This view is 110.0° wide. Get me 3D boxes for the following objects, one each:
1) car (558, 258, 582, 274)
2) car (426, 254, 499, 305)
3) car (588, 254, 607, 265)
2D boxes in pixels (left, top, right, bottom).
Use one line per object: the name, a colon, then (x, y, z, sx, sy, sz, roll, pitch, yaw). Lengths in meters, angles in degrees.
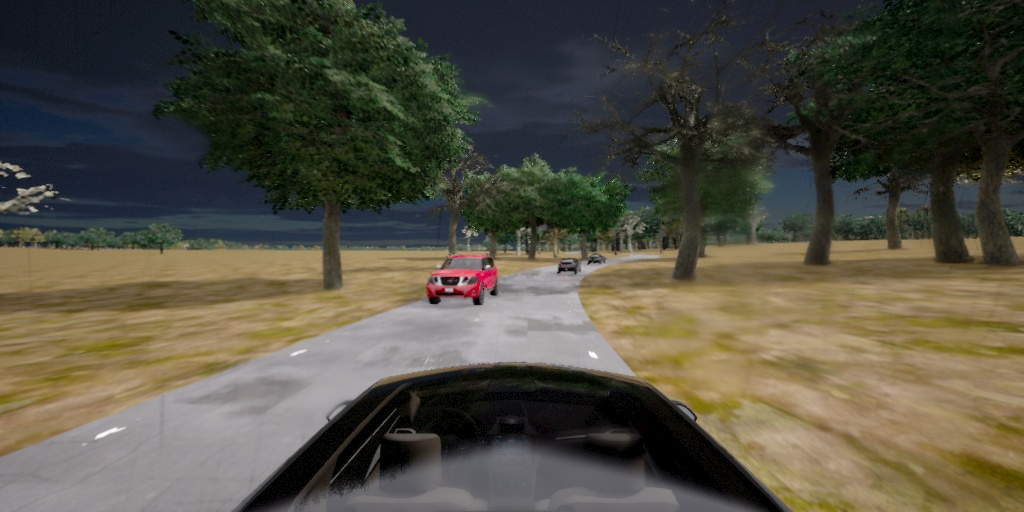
car: (5.718, 0.937, 35.234, 1.837, 1.490, 4.892, 0, 1, 18)
car: (-2.007, 0.935, 16.257, 2.150, 2.045, 5.566, 0, 0, 8)
car: (11.962, 0.440, 50.147, 1.837, 1.490, 4.892, 0, 2, 27)
